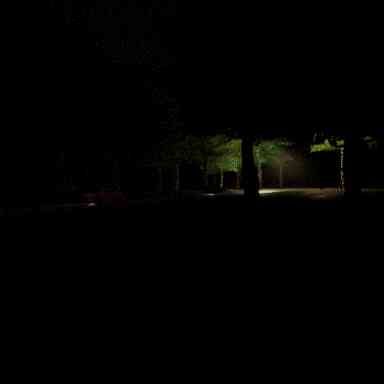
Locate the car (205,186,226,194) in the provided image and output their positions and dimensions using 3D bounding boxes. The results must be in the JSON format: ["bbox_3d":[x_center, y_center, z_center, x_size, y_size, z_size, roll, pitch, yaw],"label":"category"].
[{"bbox_3d":[3.982,-0.376,56.429,1.994,1.385,4.181,-1,2,38],"label":"car"}]

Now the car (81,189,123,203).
[{"bbox_3d":[-10.237,0.413,38.065,1.882,1.535,5.008,-1,2,38],"label":"car"}]
